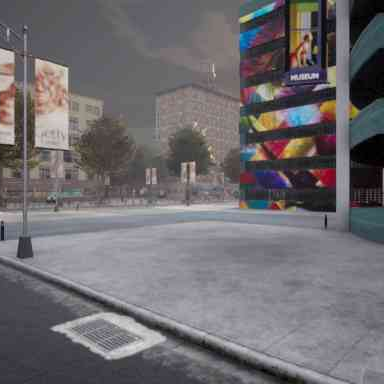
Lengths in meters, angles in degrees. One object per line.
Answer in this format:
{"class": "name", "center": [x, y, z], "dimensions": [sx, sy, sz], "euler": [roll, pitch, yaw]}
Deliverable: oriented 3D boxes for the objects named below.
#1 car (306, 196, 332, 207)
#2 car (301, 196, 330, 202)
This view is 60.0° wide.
{"class": "car", "center": [19.561, 1.413, 51.051], "dimensions": [2.161, 1.482, 4.786], "euler": [0, 0, 43]}
{"class": "car", "center": [14.246, 1.320, 39.325], "dimensions": [2.002, 1.452, 4.674], "euler": [0, 0, 43]}
